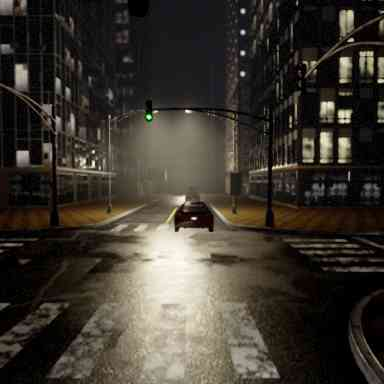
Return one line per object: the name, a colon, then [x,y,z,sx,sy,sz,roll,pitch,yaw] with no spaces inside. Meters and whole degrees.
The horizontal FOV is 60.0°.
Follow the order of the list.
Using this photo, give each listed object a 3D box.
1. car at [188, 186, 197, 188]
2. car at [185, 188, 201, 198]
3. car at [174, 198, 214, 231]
car: [0.060,-0.081,66.042,2.150,2.045,5.566,0,1,0]
car: [0.084,0.628,43.213,2.128,1.511,4.902,0,1,0]
car: [0.095,1.193,17.617,1.994,1.385,4.181,0,1,0]
